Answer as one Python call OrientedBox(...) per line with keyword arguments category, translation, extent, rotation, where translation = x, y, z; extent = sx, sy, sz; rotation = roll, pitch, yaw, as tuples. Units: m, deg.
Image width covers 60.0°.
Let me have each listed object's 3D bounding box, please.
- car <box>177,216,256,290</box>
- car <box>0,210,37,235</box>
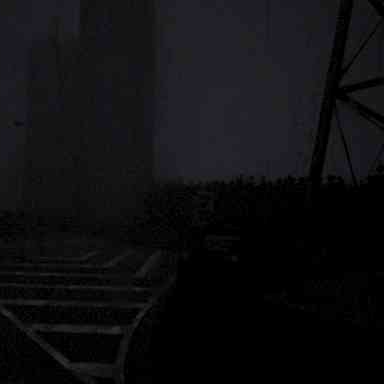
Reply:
OrientedBox(category="car", translation=(0.935, 1.751, 10.516), extent=(1.905, 1.878, 3.866), rotation=(1, -2, 16))
OrientedBox(category="car", translation=(-12.212, 1.996, 21.306), extent=(3.988, 1.617, 1.851), rotation=(3, -3, -43))
